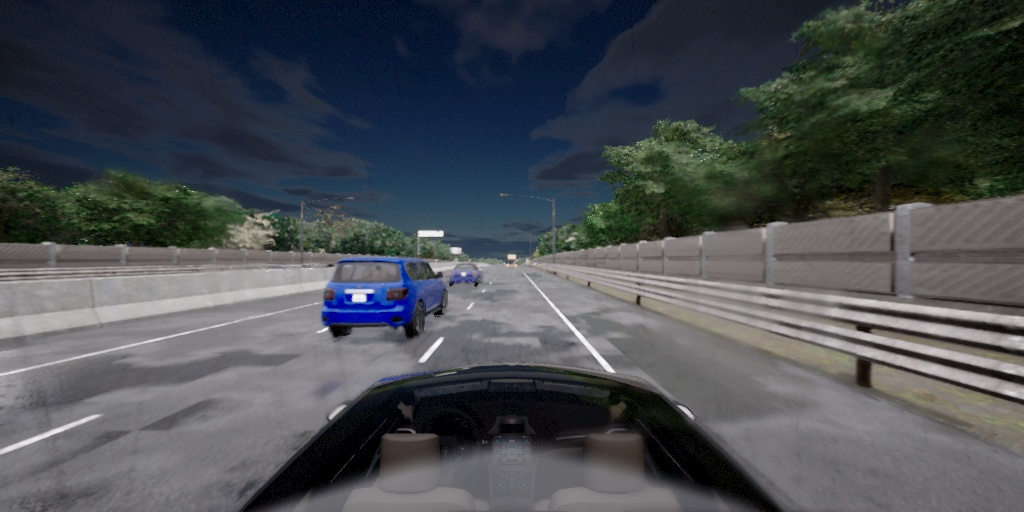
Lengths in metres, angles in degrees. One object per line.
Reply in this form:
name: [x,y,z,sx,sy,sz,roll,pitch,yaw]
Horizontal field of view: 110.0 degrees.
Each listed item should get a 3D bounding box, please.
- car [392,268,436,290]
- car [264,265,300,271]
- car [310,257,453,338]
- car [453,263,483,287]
car: [-6.902,1.570,25.899,1.895,1.301,4.718,0,-1,0]
car: [-24.586,1.684,39.003,1.895,1.301,4.718,0,-1,0]
car: [-3.400,1.053,10.660,2.150,2.045,5.566,0,-1,0]
car: [-3.403,1.334,27.326,2.097,1.767,4.553,0,-1,0]
